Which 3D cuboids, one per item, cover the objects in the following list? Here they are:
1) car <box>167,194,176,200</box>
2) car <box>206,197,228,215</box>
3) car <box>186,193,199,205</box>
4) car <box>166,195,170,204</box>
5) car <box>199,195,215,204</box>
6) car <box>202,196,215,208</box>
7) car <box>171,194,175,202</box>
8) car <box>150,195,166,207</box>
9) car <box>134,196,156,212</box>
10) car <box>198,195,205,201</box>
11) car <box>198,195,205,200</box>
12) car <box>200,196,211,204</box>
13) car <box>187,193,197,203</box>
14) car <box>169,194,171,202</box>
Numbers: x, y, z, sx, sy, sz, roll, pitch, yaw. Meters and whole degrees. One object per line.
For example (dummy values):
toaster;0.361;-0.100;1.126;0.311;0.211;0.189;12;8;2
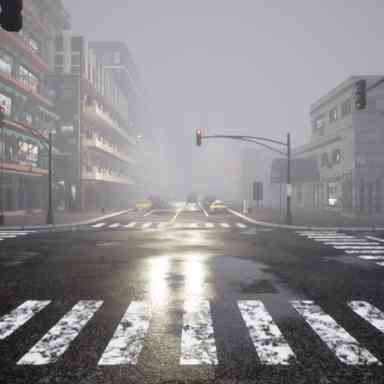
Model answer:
car;-5.732;1.432;94.836;2.192;1.841;5.009;0;0;0
car;2.677;1.543;34.079;1.752;1.417;4.829;0;0;0
car;-0.028;1.402;60.684;2.097;1.767;4.553;0;0;0
car;-5.717;1.602;61.600;2.008;1.369;4.403;0;0;0
car;2.670;1.350;50.526;2.192;1.841;5.009;0;0;0
car;2.671;1.610;44.987;1.802;1.307;4.206;0;0;0
car;-5.725;1.626;78.218;1.887;1.381;4.507;0;0;0
car;-5.711;1.350;50.522;2.192;1.841;5.009;0;0;0
car;-5.706;1.548;39.273;1.752;1.417;4.829;0;0;0
car;2.650;1.630;89.471;1.752;1.417;4.829;0;0;0
car;2.647;1.668;94.840;2.008;1.369;4.403;0;0;0
car;2.661;1.611;67.144;2.008;1.369;4.403;0;0;0
car;-0.032;1.181;70.747;2.150;2.045;5.566;0;0;0
car;-5.719;1.585;66.969;1.752;1.417;4.829;0;0;0
